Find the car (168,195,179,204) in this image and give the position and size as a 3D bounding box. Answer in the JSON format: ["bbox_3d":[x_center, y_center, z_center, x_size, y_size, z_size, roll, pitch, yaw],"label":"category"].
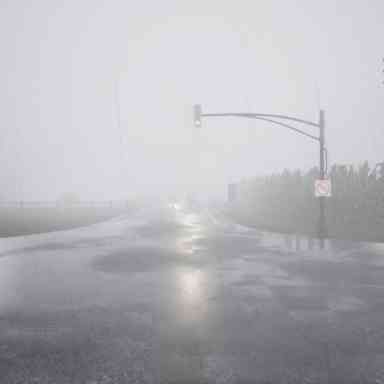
[{"bbox_3d":[-3.483,1.409,63.478,2.128,1.511,4.902,0,0,0],"label":"car"}]

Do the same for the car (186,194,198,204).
[{"bbox_3d":[0.016,1.529,59.329,1.895,1.301,4.718,0,0,0],"label":"car"}]
